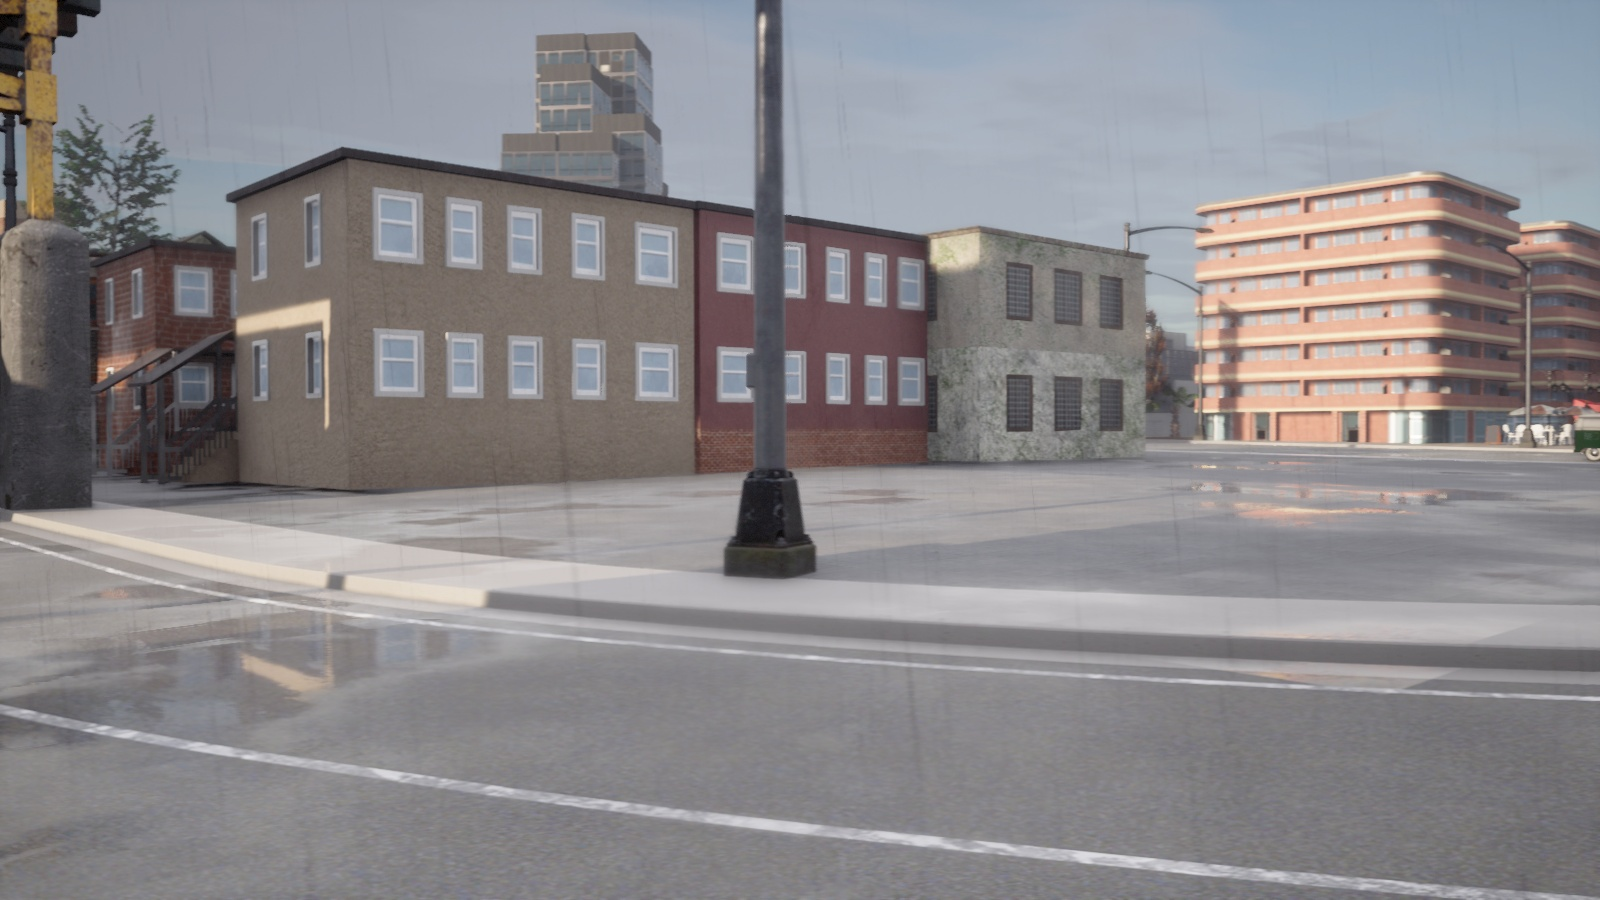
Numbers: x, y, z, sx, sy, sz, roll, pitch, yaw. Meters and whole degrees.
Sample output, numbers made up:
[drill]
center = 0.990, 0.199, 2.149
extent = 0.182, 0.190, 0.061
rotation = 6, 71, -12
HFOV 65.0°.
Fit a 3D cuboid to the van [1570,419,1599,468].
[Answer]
[van]
center = 34.105, -0.247, 51.047
extent = 1.775, 1.987, 4.442
rotation = -1, 2, -43
